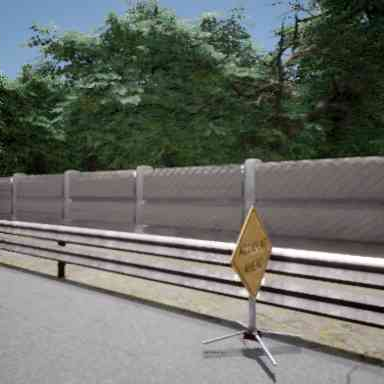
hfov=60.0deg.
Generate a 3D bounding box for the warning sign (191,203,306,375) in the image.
[{"bbox_3d":[0.815,1.116,4.564,1.060,1.860,1.300,-1,0,35],"label":"warning sign"}]
